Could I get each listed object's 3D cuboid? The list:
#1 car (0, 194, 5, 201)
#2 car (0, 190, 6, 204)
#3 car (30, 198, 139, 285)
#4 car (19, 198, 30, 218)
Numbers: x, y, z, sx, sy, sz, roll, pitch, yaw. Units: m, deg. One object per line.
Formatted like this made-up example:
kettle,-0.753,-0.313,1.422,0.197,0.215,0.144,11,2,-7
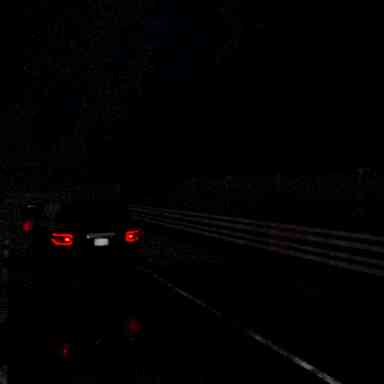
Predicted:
car,-41.026,1.111,70.789,1.882,1.535,5.008,1,-1,-29
car,-30.375,0.749,51.452,2.150,2.045,5.566,1,0,-29
car,-3.301,1.176,9.721,2.150,2.045,5.566,1,0,-29
car,-12.811,1.250,26.993,2.128,1.511,4.902,1,0,-29
